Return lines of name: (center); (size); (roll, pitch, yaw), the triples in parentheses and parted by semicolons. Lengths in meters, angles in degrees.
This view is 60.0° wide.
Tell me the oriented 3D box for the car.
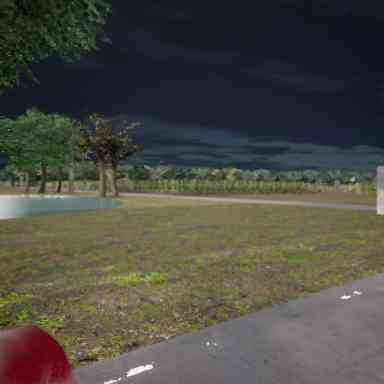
car: (-2.898, 1.498, 1.005); (5.008, 1.535, 1.882); (-1, 0, -35)
